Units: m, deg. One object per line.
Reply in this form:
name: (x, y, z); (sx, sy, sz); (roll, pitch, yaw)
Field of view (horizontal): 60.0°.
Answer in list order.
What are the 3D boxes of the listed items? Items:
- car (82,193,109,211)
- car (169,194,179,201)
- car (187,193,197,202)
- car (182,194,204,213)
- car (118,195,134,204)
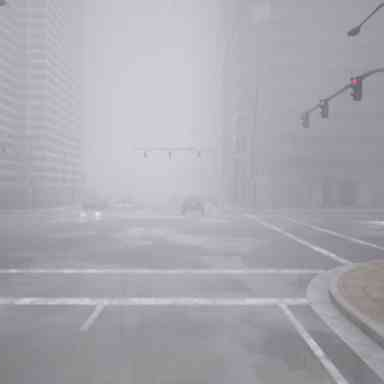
car: (-10.584, 1.234, 36.725); (1.882, 1.535, 5.008); (0, 0, 0)
car: (-3.494, 1.054, 66.107); (2.128, 1.511, 4.902); (0, 0, 0)
car: (0.006, 1.040, 66.108); (1.882, 1.535, 5.008); (0, 0, 0)
car: (0.103, 1.130, 33.396); (2.097, 1.767, 4.553); (0, 0, 0)
car: (-10.545, 1.193, 53.571); (2.033, 1.411, 5.357); (0, 0, 0)
